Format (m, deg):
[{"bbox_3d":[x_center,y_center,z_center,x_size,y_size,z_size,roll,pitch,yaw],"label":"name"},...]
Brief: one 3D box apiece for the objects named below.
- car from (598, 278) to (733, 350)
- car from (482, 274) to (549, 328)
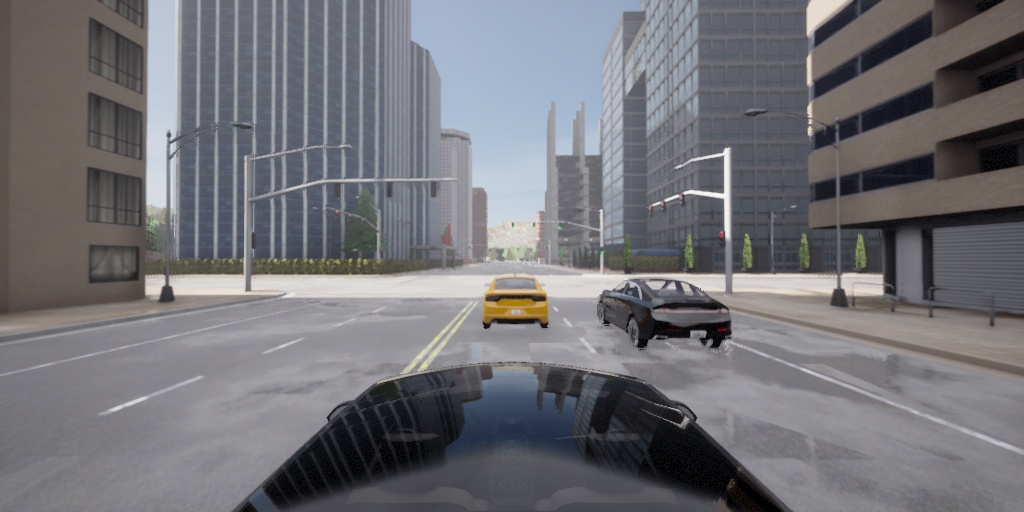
[{"bbox_3d":[3.598,1.321,9.351,2.128,1.511,4.902,0,-1,0],"label":"car"},{"bbox_3d":[0.098,1.333,11.856,1.882,1.535,5.008,0,-1,0],"label":"car"}]
